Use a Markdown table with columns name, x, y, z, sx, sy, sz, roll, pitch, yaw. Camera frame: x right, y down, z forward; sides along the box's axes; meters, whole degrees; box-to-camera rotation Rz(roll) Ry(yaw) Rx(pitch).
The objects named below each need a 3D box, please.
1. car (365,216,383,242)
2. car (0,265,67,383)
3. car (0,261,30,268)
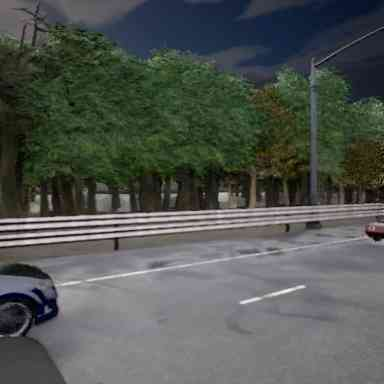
| name | x | y | z | sx | sy | sz | roll | pitch | yaw |
| --- | --- | --- | --- | --- | --- | --- | --- | --- | --- |
| car | 9.938 | 1.606 | 15.141 | 4.718 | 1.301 | 1.895 | 0 | 0 | -36 |
| car | -3.276 | 1.546 | 1.409 | 5.357 | 1.411 | 2.033 | 0 | 0 | -35 |
| car | -4.272 | 1.563 | 4.997 | 4.181 | 1.385 | 1.994 | 0 | 0 | -36 |
